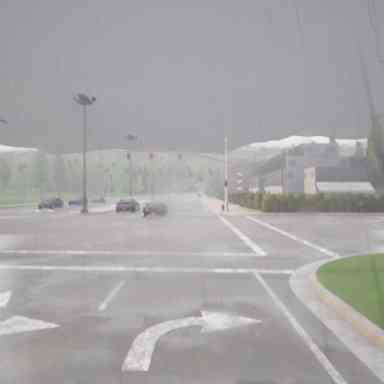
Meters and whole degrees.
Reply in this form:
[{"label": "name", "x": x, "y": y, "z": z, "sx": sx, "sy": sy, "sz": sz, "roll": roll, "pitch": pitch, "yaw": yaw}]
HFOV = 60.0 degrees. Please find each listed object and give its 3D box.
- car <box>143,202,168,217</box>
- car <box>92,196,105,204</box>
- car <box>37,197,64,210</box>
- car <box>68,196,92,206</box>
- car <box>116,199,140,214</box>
[{"label": "car", "x": -3.352, "y": 1.595, "z": 31.371, "sx": 1.895, "sy": 1.301, "sz": 4.718, "roll": 0, "pitch": 0, "yaw": 0}, {"label": "car", "x": -18.391, "y": 1.514, "z": 65.119, "sx": 1.812, "sy": 1.442, "sz": 4.674, "roll": 0, "pitch": 0, "yaw": 1}, {"label": "car", "x": -18.509, "y": 1.497, "z": 43.775, "sx": 1.837, "sy": 1.490, "sz": 4.892, "roll": 0, "pitch": 0, "yaw": 0}, {"label": "car", "x": -18.477, "y": 1.468, "z": 54.235, "sx": 1.882, "sy": 1.535, "sz": 5.008, "roll": 0, "pitch": 0, "yaw": 1}, {"label": "car", "x": -6.846, "y": 1.485, "z": 35.805, "sx": 2.128, "sy": 1.511, "sz": 4.902, "roll": 0, "pitch": 0, "yaw": 0}]
